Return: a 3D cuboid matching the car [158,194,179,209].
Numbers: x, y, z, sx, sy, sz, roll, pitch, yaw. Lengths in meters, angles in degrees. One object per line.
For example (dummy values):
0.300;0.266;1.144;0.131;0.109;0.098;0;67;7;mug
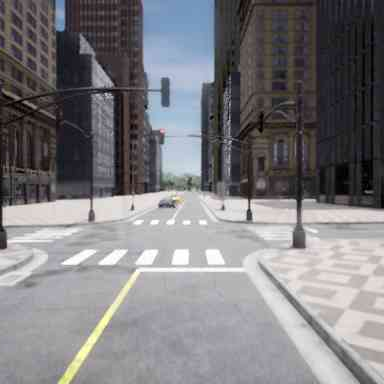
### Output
-3.086;1.348;41.514;1.994;1.385;4.181;0;0;0;car
